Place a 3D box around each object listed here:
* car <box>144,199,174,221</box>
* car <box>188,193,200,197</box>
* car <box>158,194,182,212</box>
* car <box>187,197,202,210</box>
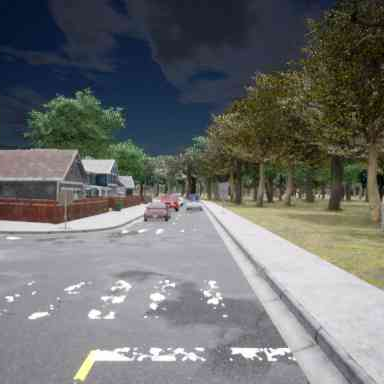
[{"bbox_3d":[-2.739,1.531,27.042,1.812,1.442,4.674,0,0,0],"label":"car"},{"bbox_3d":[0.351,1.293,65.635,2.150,2.045,5.566,0,0,0],"label":"car"},{"bbox_3d":[-2.683,1.243,39.253,2.150,2.045,5.566,0,0,0],"label":"car"},{"bbox_3d":[0.277,1.625,42.158,1.895,1.301,4.718,0,0,0],"label":"car"}]
